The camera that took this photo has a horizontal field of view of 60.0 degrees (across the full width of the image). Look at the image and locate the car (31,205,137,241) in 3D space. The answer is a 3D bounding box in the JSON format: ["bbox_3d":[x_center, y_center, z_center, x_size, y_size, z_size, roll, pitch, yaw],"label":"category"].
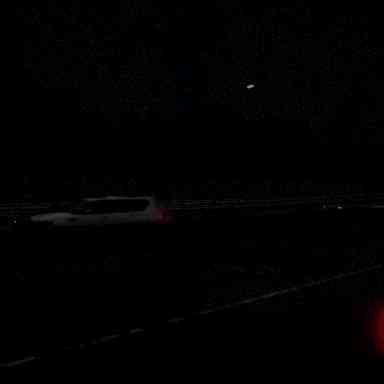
[{"bbox_3d":[-5.513,1.487,17.223,4.892,1.490,1.837,0,0,-35],"label":"car"}]

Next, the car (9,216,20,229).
[{"bbox_3d":[-7.829,1.530,19.880,5.357,1.411,2.033,0,0,-35],"label":"car"}]

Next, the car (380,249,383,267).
[{"bbox_3d":[6.953,1.571,8.632,4.718,1.301,1.895,0,0,-35],"label":"car"}]

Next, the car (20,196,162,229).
[{"bbox_3d":[-3.908,1.207,14.076,5.566,2.045,2.150,0,0,-35],"label":"car"}]

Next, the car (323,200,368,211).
[{"bbox_3d":[14.253,1.434,30.866,4.718,1.301,1.895,-1,1,-34],"label":"car"}]
